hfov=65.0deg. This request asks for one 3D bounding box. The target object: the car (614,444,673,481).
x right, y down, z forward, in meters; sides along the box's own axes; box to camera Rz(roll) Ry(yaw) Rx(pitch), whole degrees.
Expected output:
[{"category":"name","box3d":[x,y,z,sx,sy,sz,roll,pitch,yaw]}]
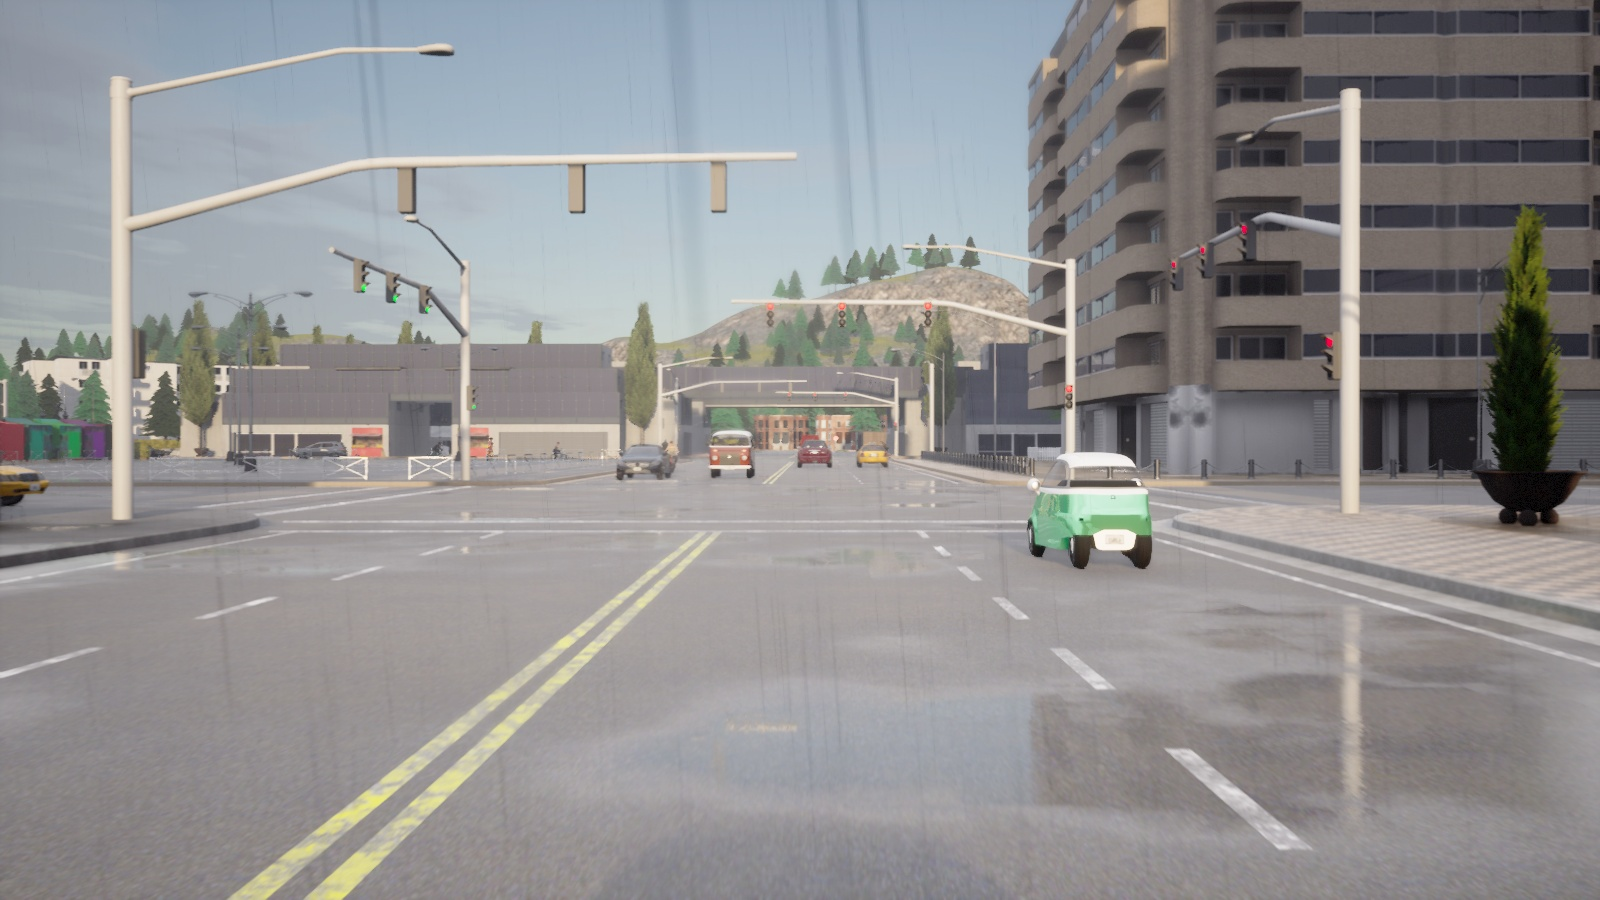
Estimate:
[{"category":"car","box3d":[-6.411,0.475,51.797,1.812,1.442,4.674,0,0,1]}]

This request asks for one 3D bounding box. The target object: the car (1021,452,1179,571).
[{"category":"car","box3d":[3.690,0.717,15.749,1.481,1.376,2.207,0,0,1]}]

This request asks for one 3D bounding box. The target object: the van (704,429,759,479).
[{"category":"van","box3d":[-2.889,0.164,53.773,2.069,2.038,4.480,0,0,1]}]

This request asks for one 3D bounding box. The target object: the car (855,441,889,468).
[{"category":"car","box3d":[4.361,0.259,76.374,1.801,1.575,5.366,0,0,1]}]

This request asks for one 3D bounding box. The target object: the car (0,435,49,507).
[{"category":"car","box3d":[-20.149,0.453,28.292,5.366,1.575,1.801,0,0,0]}]

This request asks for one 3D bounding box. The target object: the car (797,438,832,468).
[{"category":"car","box3d":[0.868,0.172,77.035,2.097,1.767,4.553,0,0,1]}]
